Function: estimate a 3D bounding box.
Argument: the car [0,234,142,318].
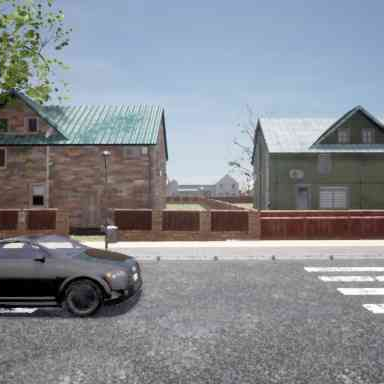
[{"bbox_3d":[-3.185,1.606,7.005,4.181,1.385,1.994,0,-1,1],"label":"car"}]
